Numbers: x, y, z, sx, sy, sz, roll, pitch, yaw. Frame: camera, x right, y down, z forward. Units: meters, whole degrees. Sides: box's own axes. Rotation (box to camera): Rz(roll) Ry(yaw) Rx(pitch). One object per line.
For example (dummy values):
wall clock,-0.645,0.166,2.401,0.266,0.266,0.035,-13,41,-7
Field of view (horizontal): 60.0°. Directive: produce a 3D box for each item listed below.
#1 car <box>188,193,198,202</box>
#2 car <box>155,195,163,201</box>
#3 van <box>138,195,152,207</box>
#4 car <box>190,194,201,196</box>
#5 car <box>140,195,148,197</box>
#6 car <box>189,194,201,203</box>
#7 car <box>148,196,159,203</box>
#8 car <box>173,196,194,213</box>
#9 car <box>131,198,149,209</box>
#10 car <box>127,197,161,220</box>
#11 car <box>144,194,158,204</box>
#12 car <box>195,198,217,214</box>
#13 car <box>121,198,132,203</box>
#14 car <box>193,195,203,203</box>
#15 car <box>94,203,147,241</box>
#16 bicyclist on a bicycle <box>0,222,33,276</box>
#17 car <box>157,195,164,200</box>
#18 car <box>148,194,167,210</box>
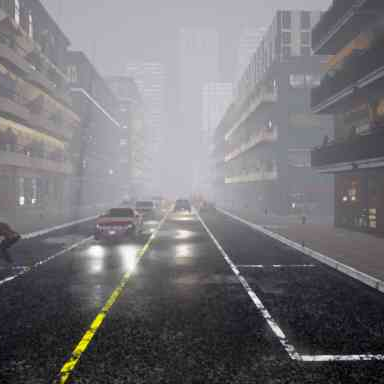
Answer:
car,0.172,1.300,79.702,2.192,1.841,5.009,-1,0,-2
car,-8.381,1.566,85.060,1.802,1.307,4.206,-1,0,-2
van,-7.272,1.330,51.466,1.690,1.788,3.998,-1,0,-2
car,0.891,1.303,57.305,2.192,1.841,5.009,-1,0,-2
car,-6.911,1.431,40.268,1.967,1.590,4.097,-1,0,-2
car,0.531,1.302,68.503,2.192,1.841,5.009,-1,0,-2
car,-7.849,1.537,68.263,2.008,1.369,4.403,-1,0,-2
car,-1.061,1.497,36.937,1.837,1.490,4.892,0,0,-2
car,-7.090,1.541,45.867,2.008,1.369,4.403,-1,0,-2
car,-3.926,1.495,28.067,1.837,1.490,4.892,0,1,-2
car,-7.655,1.302,62.664,2.192,1.841,5.009,-1,0,-2
car,1.614,1.574,34.908,1.802,1.307,4.206,-1,0,-2
car,-6.730,1.574,34.669,1.802,1.307,4.206,-1,0,-2
car,1.248,1.515,46.276,1.752,1.417,4.829,-1,0,-2
car,-3.593,1.521,16.964,1.812,1.442,4.674,0,0,-2
bicyclist on a bicycle,-5.040,1.453,8.792,1.656,1.620,0.582,-2,0,-2
car,-8.561,1.566,90.659,1.802,1.307,4.206,-1,0,-2
car,-4.450,1.342,43.658,2.097,1.767,4.553,0,0,-2
